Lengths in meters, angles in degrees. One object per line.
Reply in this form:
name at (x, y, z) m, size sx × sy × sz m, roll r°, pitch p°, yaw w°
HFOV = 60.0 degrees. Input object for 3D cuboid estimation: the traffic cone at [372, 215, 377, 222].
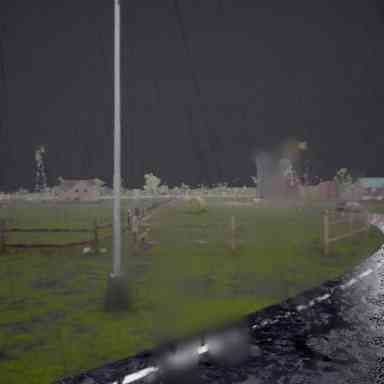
traffic cone at (15.634, 2.252, 28.463) m, size 0.340 × 0.580 × 0.340 m, roll -1°, pitch -1°, yaw 15°

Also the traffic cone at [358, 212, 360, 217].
traffic cone at (16.668, 2.304, 33.101) m, size 0.340 × 0.580 × 0.340 m, roll -1°, pitch -1°, yaw 10°

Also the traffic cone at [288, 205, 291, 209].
traffic cone at (16.855, 2.576, 57.554) m, size 0.340 × 0.580 × 0.340 m, roll -1°, pitch -1°, yaw -2°

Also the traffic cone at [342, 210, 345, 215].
traffic cone at (17.235, 2.359, 37.818) m, size 0.340 × 0.580 × 0.340 m, roll -1°, pitch -1°, yaw 4°

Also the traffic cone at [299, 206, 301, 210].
traffic cone at (17.014, 2.526, 52.557) m, size 0.340 × 0.580 × 0.340 m, roll -1°, pitch -1°, yaw -2°

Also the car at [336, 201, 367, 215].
car at (19.295, 1.879, 40.358) m, size 1.882 × 1.535 × 5.008 m, roll -1°, pitch -1°, yaw 1°

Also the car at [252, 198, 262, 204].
car at (17.030, 2.396, 87.438) m, size 2.128 × 1.511 × 4.902 m, roll -1°, pitch -1°, yaw -3°
